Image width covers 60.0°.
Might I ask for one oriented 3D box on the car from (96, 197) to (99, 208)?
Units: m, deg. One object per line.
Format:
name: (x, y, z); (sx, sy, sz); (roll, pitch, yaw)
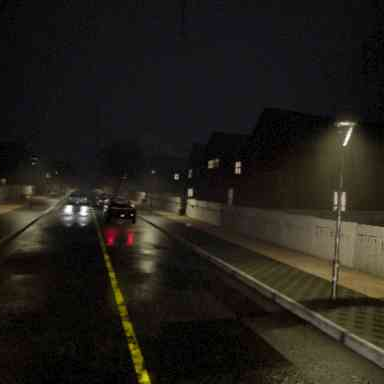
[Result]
car: (-8.695, 0.887, 33.832); (2.033, 1.411, 5.357); (4, 0, -17)

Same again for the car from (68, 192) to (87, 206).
car: (-12.193, 0.711, 35.633); (1.895, 1.301, 4.718); (4, 0, -18)

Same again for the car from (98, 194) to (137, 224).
car: (-4.756, 1.123, 21.712); (2.128, 1.511, 4.902); (4, 0, -17)
